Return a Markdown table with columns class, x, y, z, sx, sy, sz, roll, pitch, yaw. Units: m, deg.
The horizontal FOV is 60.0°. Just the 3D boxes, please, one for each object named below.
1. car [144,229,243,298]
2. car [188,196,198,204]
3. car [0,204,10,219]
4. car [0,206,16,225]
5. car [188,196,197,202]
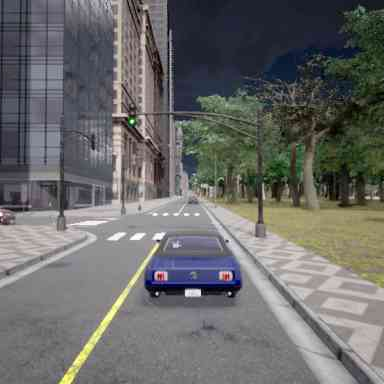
| class | x | y | z | sx | sy | sz | roll | pitch | yaw |
| --- | --- | --- | --- | --- | --- | --- | --- | --- | --- |
| car | 0.020 | 1.605 | 8.464 | 1.895 | 1.301 | 4.718 | 0 | 0 | 0 |
| car | 0.233 | 1.728 | 67.174 | 2.033 | 1.411 | 5.357 | 0 | 0 | -1 |
| car | -18.950 | 1.720 | 29.766 | 4.313 | 1.339 | 1.947 | 0 | -1 | 0 |
| car | -13.502 | 1.368 | 21.244 | 4.097 | 1.590 | 1.967 | 0 | -2 | -1 |
| car | 0.167 | 1.787 | 81.852 | 2.033 | 1.411 | 5.357 | 0 | 0 | 0 |
